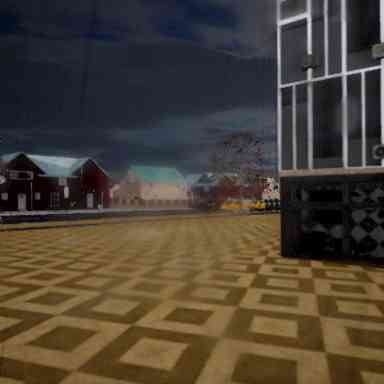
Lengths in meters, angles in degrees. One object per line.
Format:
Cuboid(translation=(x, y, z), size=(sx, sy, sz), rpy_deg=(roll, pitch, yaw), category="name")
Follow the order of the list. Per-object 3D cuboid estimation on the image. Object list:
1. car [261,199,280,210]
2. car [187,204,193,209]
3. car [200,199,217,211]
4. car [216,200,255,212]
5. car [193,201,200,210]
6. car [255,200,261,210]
Cuboid(translation=(13.757, 1.991, 53.763), size=(2.097, 1.767, 4.553), rpy_deg=(-1, -1, 43), category="car")
Cuboid(translation=(1.628, 2.163, 55.129), size=(2.033, 1.411, 5.357), rpy_deg=(-1, -1, 44), category="car")
Cuboid(translation=(3.865, 1.865, 47.928), size=(2.097, 1.767, 4.553), rpy_deg=(-1, -1, 44), category="car")
Cuboid(translation=(5.965, 1.956, 45.416), size=(1.882, 1.535, 5.008), rpy_deg=(-1, -1, 45), category="car")
Cuboid(translation=(2.912, 2.168, 51.776), size=(1.895, 1.301, 4.718), rpy_deg=(-1, -1, 44), category="car")
Cuboid(translation=(11.410, 2.143, 56.009), size=(1.882, 1.535, 5.008), rpy_deg=(-1, -1, 43), category="car")
